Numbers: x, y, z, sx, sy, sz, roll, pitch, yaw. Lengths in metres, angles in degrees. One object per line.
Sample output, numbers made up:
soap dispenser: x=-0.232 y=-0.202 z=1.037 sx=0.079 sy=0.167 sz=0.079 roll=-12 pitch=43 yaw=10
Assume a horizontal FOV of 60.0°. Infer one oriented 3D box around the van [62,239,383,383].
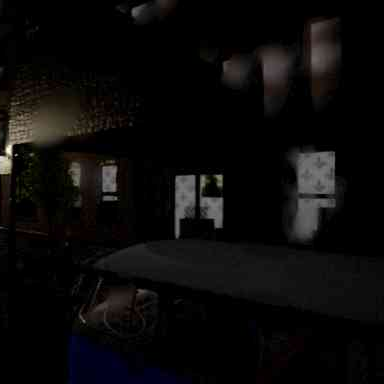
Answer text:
van: x=0.787 y=1.341 z=2.306 sx=3.998 sy=1.788 sz=1.690 roll=0 pitch=0 yaw=36
